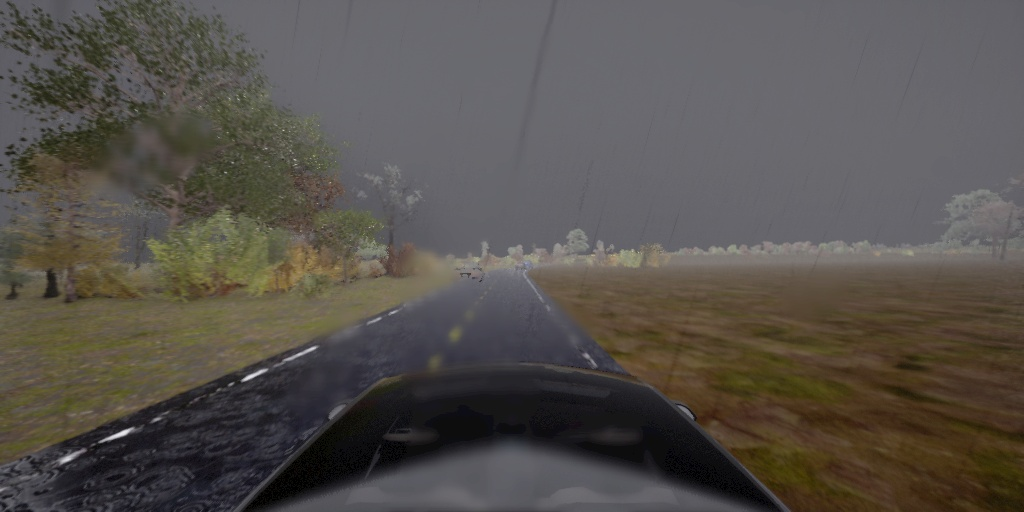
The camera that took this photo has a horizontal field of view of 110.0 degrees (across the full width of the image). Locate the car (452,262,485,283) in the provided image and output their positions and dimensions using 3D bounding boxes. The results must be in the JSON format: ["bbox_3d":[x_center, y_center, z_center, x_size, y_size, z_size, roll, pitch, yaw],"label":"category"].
[{"bbox_3d":[-3.012,1.155,25.516,1.994,1.385,4.181,0,-1,0],"label":"car"}]
